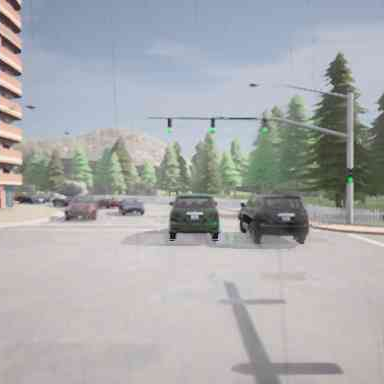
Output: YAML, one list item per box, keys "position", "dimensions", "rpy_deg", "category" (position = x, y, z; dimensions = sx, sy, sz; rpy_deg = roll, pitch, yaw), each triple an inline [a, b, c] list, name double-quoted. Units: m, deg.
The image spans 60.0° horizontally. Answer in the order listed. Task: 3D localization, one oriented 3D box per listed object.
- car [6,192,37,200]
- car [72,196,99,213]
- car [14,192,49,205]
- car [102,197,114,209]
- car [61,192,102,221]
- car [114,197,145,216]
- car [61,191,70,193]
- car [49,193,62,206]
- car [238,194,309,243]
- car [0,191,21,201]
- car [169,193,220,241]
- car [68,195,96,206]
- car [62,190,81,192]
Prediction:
- position: [-32.148, 0.738, 62.850]
  dimensions: [5.008, 1.535, 1.882]
  rpy_deg: [0, 1, 9]
  category: "car"
- position: [-10.627, 1.158, 32.970]
  dimensions: [1.837, 1.490, 4.892]
  rpy_deg: [0, 1, -26]
  category: "car"
- position: [-22.985, 0.989, 47.729]
  dimensions: [4.902, 1.511, 2.128]
  rpy_deg: [0, 1, 34]
  category: "car"
- position: [-9.355, 1.210, 38.131]
  dimensions: [1.895, 1.301, 4.718]
  rpy_deg: [0, 1, -31]
  category: "car"
- position: [-8.017, 1.085, 24.559]
  dimensions: [2.097, 1.767, 4.553]
  rpy_deg: [0, 1, -13]
  category: "car"
- position: [-5.413, 1.242, 29.387]
  dimensions: [2.033, 1.411, 5.357]
  rpy_deg: [0, 1, -18]
  category: "car"
- position: [-23.222, 0.952, 55.717]
  dimensions: [4.674, 1.442, 1.812]
  rpy_deg: [0, 1, 27]
  category: "car"
- position: [-15.531, 1.174, 40.829]
  dimensions: [1.895, 1.301, 4.718]
  rpy_deg: [0, 1, -40]
  category: "car"
- position: [3.571, 1.093, 15.423]
  dimensions: [2.150, 2.045, 5.566]
  rpy_deg: [0, 1, -1]
  category: "car"
- position: [-33.385, 0.726, 59.526]
  dimensions: [4.553, 1.767, 2.097]
  rpy_deg: [0, 1, 9]
  category: "car"
- position: [0.060, 1.072, 16.006]
  dimensions: [2.150, 2.045, 5.566]
  rpy_deg: [0, 1, -1]
  category: "car"
- position: [-15.267, 1.092, 46.018]
  dimensions: [4.181, 1.385, 1.994]
  rpy_deg: [1, 1, 45]
  category: "car"
- position: [-22.206, 0.617, 59.336]
  dimensions: [5.566, 2.045, 2.150]
  rpy_deg: [0, 1, 23]
  category: "car"
